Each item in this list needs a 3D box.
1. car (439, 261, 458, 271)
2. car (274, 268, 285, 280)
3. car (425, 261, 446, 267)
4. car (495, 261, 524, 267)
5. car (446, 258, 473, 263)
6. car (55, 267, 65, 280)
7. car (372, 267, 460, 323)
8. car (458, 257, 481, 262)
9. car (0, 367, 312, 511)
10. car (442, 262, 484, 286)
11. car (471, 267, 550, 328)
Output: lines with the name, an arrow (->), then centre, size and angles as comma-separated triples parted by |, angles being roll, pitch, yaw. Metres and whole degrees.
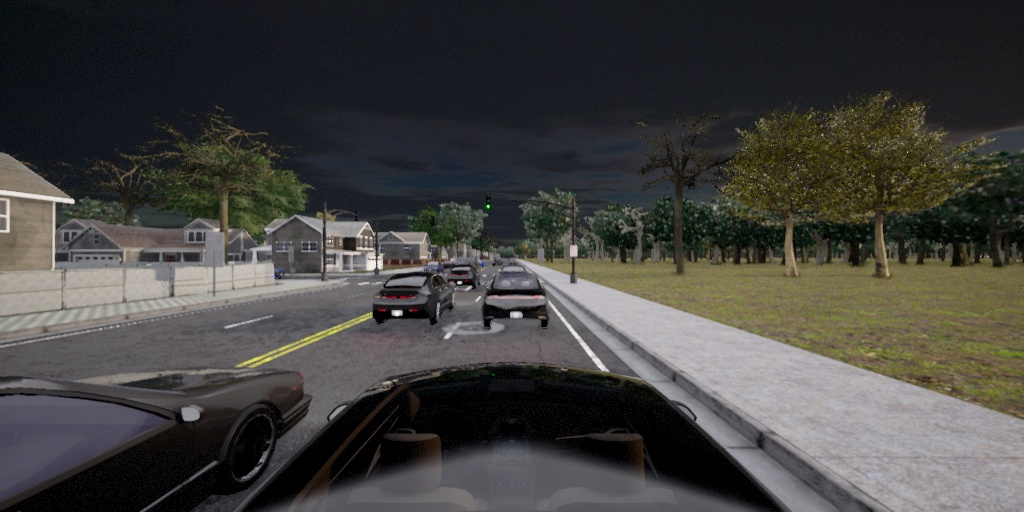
car -> -9.771, 1.467, 55.701 | 2.033, 1.411, 5.357 | 0, 0, 0
car -> -22.709, 1.361, 31.469 | 5.008, 1.535, 1.882 | 0, 0, 0
car -> -9.795, 1.418, 45.088 | 1.812, 1.442, 4.674 | 0, 0, 0
car -> 0.092, 1.303, 23.584 | 1.882, 1.535, 5.008 | 0, 0, 0
car -> -6.543, 1.384, 45.332 | 2.128, 1.511, 4.902 | 0, 0, 0
car -> -41.978, 1.517, 31.568 | 4.718, 1.301, 1.895 | 0, 0, 0
car -> -3.135, 1.293, 12.224 | 1.837, 1.490, 4.892 | 0, 0, 0
car -> -6.530, 1.140, 56.269 | 2.150, 2.045, 5.566 | 0, 0, 0
car -> -3.158, 1.296, 1.473 | 2.033, 1.411, 5.357 | 0, 0, 1
car -> -3.124, 1.331, 23.751 | 1.837, 1.490, 4.892 | 0, 0, 0
car -> 0.112, 1.276, 11.480 | 2.128, 1.511, 4.902 | 0, 0, 0
